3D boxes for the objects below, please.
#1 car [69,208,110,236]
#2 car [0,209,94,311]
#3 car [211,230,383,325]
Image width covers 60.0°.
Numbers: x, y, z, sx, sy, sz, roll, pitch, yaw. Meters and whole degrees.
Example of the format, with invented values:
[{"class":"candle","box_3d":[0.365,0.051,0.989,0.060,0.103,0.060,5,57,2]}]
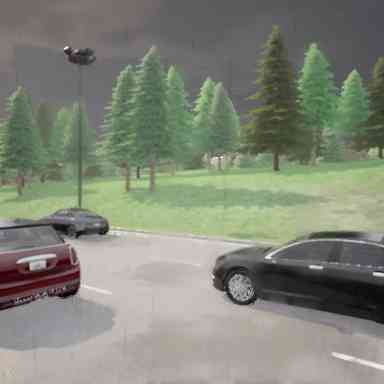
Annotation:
[{"class":"car","box_3d":[-6.177,1.521,17.072,4.181,1.385,1.994,0,0,36]},{"class":"car","box_3d":[-4.512,1.328,7.250,4.553,1.767,2.097,0,0,36]},{"class":"car","box_3d":[2.673,1.507,6.406,4.892,1.490,1.837,0,0,35]}]
